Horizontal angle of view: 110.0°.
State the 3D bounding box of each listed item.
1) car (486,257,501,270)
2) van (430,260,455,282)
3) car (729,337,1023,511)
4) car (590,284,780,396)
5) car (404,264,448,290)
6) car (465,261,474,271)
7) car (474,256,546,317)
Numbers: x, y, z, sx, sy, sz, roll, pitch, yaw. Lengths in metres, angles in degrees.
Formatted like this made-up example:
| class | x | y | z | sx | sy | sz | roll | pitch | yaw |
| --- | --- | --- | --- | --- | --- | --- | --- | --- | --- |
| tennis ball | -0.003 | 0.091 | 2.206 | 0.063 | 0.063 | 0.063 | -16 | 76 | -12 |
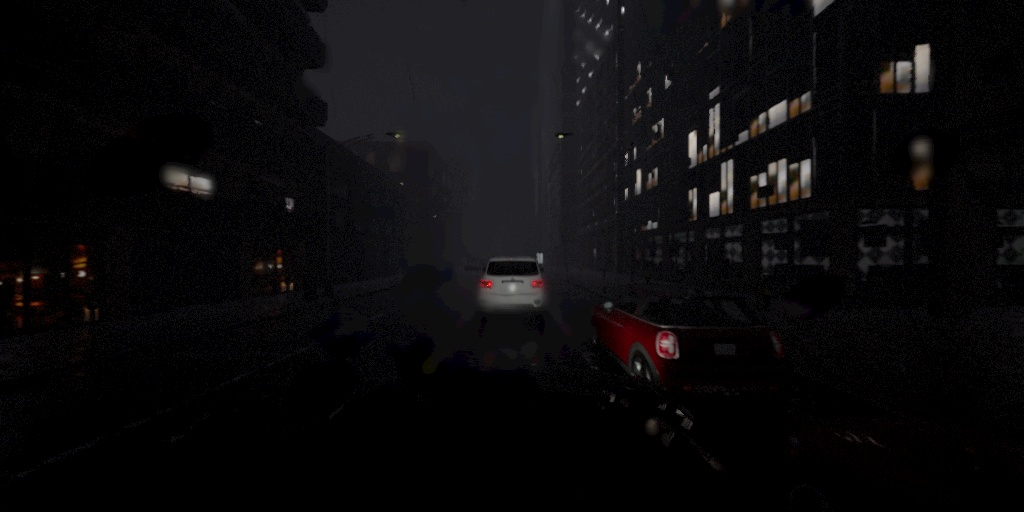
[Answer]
| class | x | y | z | sx | sy | sz | roll | pitch | yaw |
| --- | --- | --- | --- | --- | --- | --- | --- | --- | --- |
| car | -3.039 | 1.194 | 59.659 | 2.150 | 2.045 | 5.566 | 0 | 0 | 1 |
| van | -5.684 | 1.191 | 29.059 | 1.690 | 1.789 | 3.998 | 0 | 0 | 0 |
| car | 2.689 | 1.329 | 0.814 | 1.802 | 1.307 | 4.207 | 0 | 0 | 0 |
| car | 2.691 | 1.207 | 6.461 | 1.967 | 1.591 | 4.097 | 0 | 0 | 0 |
| car | -5.686 | 1.396 | 23.410 | 1.948 | 1.339 | 4.313 | 0 | 0 | 0 |
| car | -5.679 | 1.520 | 51.652 | 1.802 | 1.307 | 4.207 | 0 | 0 | 0 |
| car | 0.038 | 1.016 | 13.451 | 2.150 | 2.045 | 5.566 | 0 | 0 | 0 |
